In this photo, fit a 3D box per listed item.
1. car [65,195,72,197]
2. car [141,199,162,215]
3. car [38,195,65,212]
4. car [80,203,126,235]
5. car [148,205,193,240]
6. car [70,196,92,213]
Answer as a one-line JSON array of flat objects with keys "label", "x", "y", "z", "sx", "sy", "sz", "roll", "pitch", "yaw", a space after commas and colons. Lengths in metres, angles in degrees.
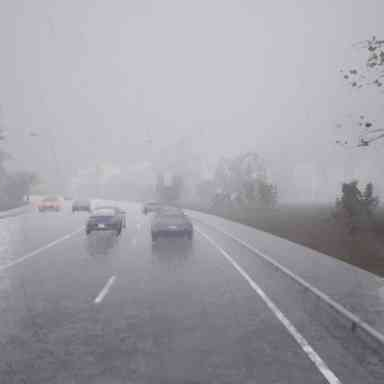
[{"label": "car", "x": -28.081, "y": 1.283, "z": 75.482, "sx": 1.882, "sy": 1.535, "sz": 5.008, "roll": 0, "pitch": 0, "yaw": -28}, {"label": "car", "x": -4.191, "y": 1.499, "z": 34.410, "sx": 2.128, "sy": 1.511, "sz": 4.902, "roll": 0, "pitch": 0, "yaw": -13}, {"label": "car", "x": -16.232, "y": 1.368, "z": 38.235, "sx": 2.097, "sy": 1.767, "sz": 4.553, "roll": 0, "pitch": 0, "yaw": -16}, {"label": "car", "x": -4.844, "y": 1.534, "z": 19.015, "sx": 1.812, "sy": 1.442, "sz": 4.674, "roll": 0, "pitch": 0, "yaw": -7}, {"label": "car", "x": -1.090, "y": 1.566, "z": 17.108, "sx": 1.994, "sy": 1.385, "sz": 4.181, "roll": 0, "pitch": 0, "yaw": -6}, {"label": "car", "x": -12.293, "y": 1.492, "z": 37.163, "sx": 1.882, "sy": 1.535, "sz": 5.008, "roll": 0, "pitch": 0, "yaw": -15}]
